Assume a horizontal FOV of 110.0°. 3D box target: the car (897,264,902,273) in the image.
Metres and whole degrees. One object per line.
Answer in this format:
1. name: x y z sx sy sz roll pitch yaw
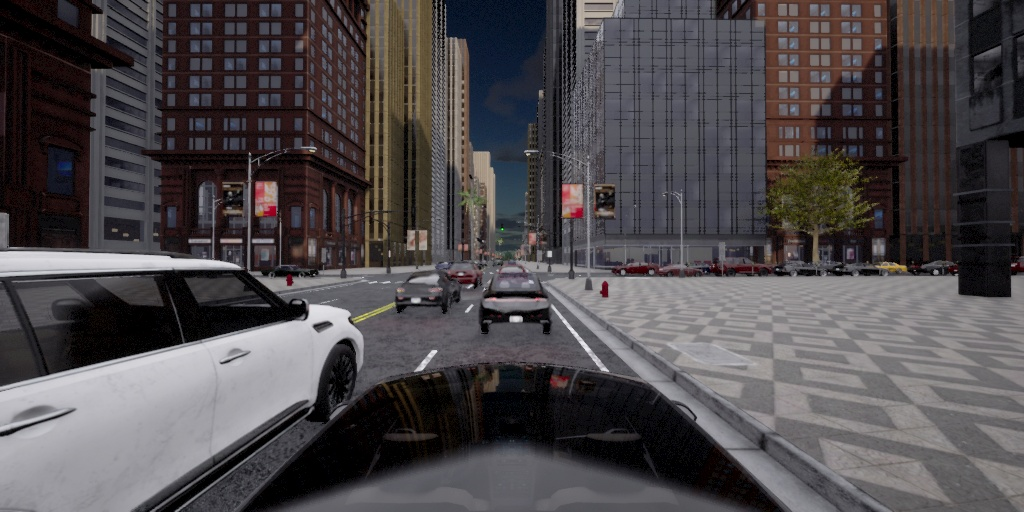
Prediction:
1. car: 43.187 1.299 41.893 4.829 1.417 1.751 0 0 -1

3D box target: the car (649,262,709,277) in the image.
1. car: 15.299 1.330 32.919 4.207 1.307 1.802 0 0 -1

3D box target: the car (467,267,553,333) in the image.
1. car: 0.094 1.251 10.738 2.128 1.511 4.902 0 0 0

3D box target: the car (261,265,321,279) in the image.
1. car: -21.474 1.525 34.923 4.718 1.301 1.895 0 -1 0

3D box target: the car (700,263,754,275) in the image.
1. car: 23.164 1.392 38.817 4.718 1.301 1.895 0 -1 -1

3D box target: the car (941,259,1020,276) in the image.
1. car: 43.487 1.217 33.372 4.507 1.381 1.888 0 0 -1

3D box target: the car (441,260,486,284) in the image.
1. car: -3.162 1.155 24.346 2.097 1.767 4.553 0 0 0

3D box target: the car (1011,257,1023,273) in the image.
1. car: 49.126 0.976 33.463 5.009 1.841 2.192 0 0 -1

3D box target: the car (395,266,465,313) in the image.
1. car: -3.157 1.292 14.072 1.812 1.442 4.674 0 0 0

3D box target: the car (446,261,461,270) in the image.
1. car: -9.859 1.562 60.823 1.812 1.442 4.674 0 0 0

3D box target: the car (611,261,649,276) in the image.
1. car: 13.247 1.302 38.671 5.008 1.535 1.882 0 -1 -2

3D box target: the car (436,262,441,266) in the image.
1. car: -9.865 1.500 51.900 1.812 1.442 4.674 0 0 0

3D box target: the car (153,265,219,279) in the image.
1. car: -31.638 1.572 34.927 4.718 1.301 1.895 0 -1 0

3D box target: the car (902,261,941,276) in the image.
1. car: 42.835 1.209 35.988 4.892 1.490 1.837 0 -1 -1

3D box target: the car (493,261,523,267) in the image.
1. car: 0.024 1.273 22.448 1.882 1.535 5.008 0 0 0

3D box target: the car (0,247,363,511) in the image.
1. car: -3.155 0.973 2.641 2.150 2.045 5.566 0 0 0

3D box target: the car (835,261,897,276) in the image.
1. car: 32.211 1.263 33.190 4.313 1.339 1.948 0 0 -1

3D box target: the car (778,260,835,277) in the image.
1. car: 26.574 1.278 33.100 4.313 1.339 1.948 0 0 -1

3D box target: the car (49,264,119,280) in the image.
1. car: -41.635 1.543 34.936 4.674 1.442 1.812 0 -1 0

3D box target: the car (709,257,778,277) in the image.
1. car: 20.937 1.044 33.009 5.009 1.841 2.192 0 0 -1

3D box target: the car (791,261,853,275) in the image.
1. car: 33.574 1.254 38.978 4.902 1.511 2.128 0 -1 -1
